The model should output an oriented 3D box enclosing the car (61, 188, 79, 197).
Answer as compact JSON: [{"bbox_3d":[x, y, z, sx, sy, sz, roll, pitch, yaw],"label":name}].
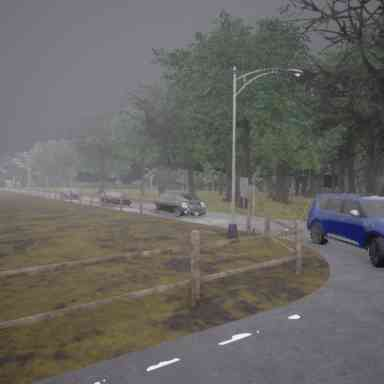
[{"bbox_3d":[-21.787,0.085,59.226,1.837,1.490,4.892,0,1,-35],"label":"car"}]

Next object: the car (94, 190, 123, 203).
[{"bbox_3d":[-11.191,0.509,44.345,2.128,1.511,4.902,0,1,-35],"label":"car"}]

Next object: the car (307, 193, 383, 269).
[{"bbox_3d":[6.157,1.122,11.622,2.150,2.045,5.566,0,2,-9],"label":"car"}]

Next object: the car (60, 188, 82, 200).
[{"bbox_3d":[-17.677,0.193,48.505,2.097,1.767,4.553,0,1,-35],"label":"car"}]

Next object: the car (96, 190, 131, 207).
[{"bbox_3d":[-8.035,0.718,34.835,1.882,1.535,5.008,0,1,-35],"label":"car"}]

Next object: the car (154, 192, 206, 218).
[{"bbox_3d":[-0.952,0.880,24.865,2.097,1.767,4.553,0,1,-35],"label":"car"}]
